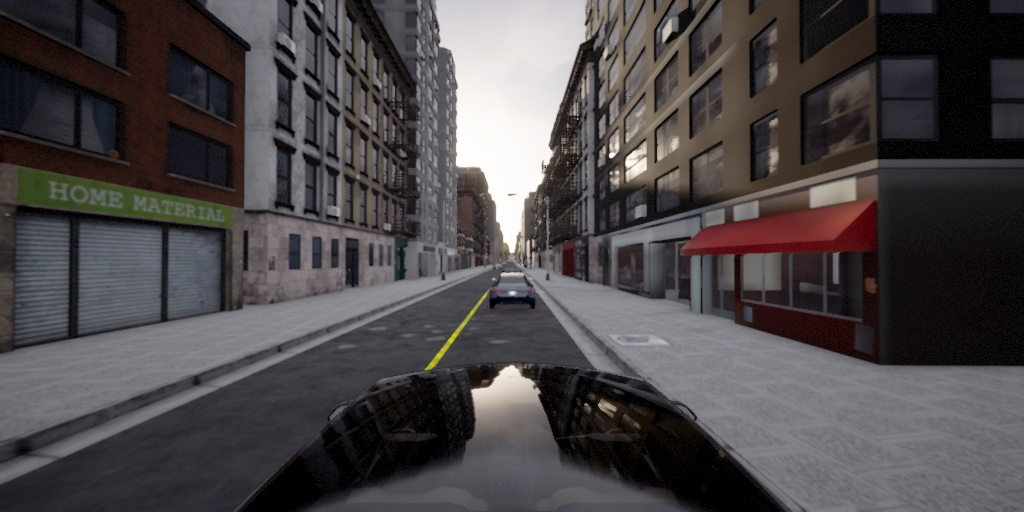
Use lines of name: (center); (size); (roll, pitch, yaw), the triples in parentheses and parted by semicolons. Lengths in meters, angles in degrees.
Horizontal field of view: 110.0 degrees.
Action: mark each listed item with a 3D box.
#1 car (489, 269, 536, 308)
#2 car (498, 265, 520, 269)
car: (0.020, 1.456, 16.140); (1.994, 1.385, 4.181); (0, -1, 0)
car: (0.030, 1.650, 30.943); (1.895, 1.301, 4.718); (0, -1, 0)
